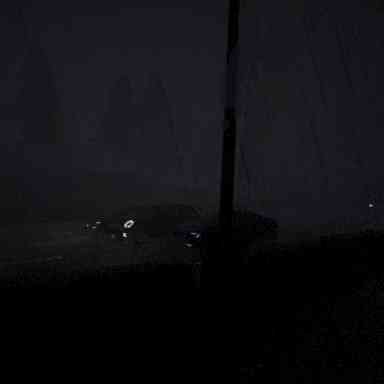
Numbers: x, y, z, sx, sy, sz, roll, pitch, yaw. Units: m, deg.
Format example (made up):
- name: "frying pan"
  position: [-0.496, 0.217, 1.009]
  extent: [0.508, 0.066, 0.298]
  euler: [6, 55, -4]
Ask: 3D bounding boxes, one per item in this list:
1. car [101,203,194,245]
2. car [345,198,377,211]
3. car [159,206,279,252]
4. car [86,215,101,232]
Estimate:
- name: "car"
  position: [-1.596, 1.350, 15.753]
  extent: [4.553, 1.767, 2.097]
  euler: [0, 0, -36]
- name: "car"
  position: [20.281, 1.477, 39.950]
  extent: [4.902, 1.511, 2.128]
  euler: [0, 0, -35]
- name: "car"
  position: [1.395, 1.475, 13.589]
  extent: [5.008, 1.535, 1.882]
  euler: [0, 0, -36]
- name: "car"
  position: [-3.452, 1.503, 18.729]
  extent: [4.892, 1.490, 1.837]
  euler: [0, 0, -36]
